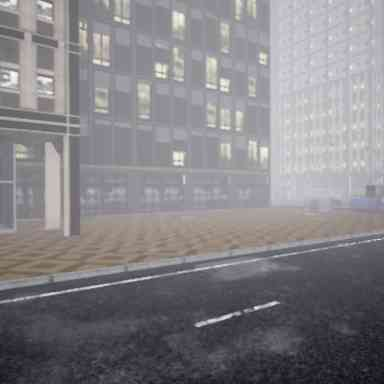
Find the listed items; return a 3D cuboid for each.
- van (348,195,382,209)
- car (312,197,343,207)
[{"bbox_3d":[22.665,1.264,43.563,1.690,1.788,3.998,0,0,-34],"label":"van"},{"bbox_3d":[19.486,1.442,48.099,1.887,1.381,4.507,0,0,-34],"label":"car"}]
